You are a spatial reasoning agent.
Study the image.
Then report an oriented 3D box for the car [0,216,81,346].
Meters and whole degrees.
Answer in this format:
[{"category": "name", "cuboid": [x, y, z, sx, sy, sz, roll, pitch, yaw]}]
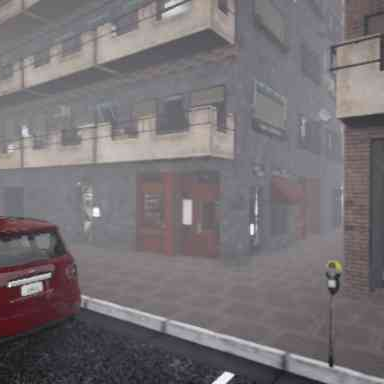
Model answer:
[{"category": "car", "cuboid": [-4.027, 1.359, 5.730, 5.009, 1.841, 2.192, 0, 1, 36]}]
